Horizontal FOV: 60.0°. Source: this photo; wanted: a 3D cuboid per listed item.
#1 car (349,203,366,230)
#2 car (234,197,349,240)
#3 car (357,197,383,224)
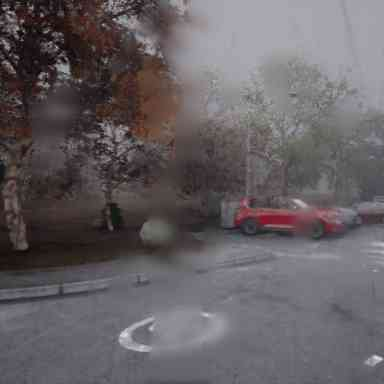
[{"bbox_3d":[7.226,1.555,19.438,4.792,1.488,2.163,-1,-1,32],"label":"car"},{"bbox_3d":[4.945,1.273,17.618,5.566,2.045,2.435,-1,-1,32],"label":"car"},{"bbox_3d":[11.939,1.398,23.008,4.553,1.767,2.185,-1,-1,32],"label":"car"}]
